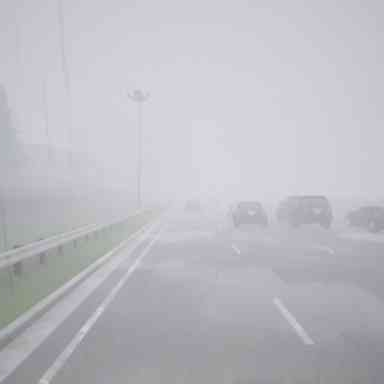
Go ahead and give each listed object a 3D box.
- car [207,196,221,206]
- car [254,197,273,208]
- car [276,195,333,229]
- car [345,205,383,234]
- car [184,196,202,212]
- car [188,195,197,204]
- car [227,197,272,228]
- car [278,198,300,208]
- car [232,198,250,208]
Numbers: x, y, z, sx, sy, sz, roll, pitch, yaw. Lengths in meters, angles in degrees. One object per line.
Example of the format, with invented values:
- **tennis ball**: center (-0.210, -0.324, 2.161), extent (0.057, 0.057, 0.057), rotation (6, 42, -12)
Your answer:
- **car**: center (3.599, 1.497, 54.431), extent (1.837, 1.490, 4.892), rotation (0, 0, 0)
- **car**: center (10.597, 1.519, 49.649), extent (1.812, 1.442, 4.674), rotation (0, 0, 0)
- **car**: center (7.102, 1.218, 21.529), extent (2.150, 2.045, 5.566), rotation (0, 0, 0)
- **car**: center (10.598, 1.502, 19.202), extent (1.837, 1.490, 4.892), rotation (0, 0, 0)
- **car**: center (0.101, 1.484, 39.289), extent (2.128, 1.511, 4.902), rotation (0, 0, 0)
- **car**: center (0.099, 1.468, 66.111), extent (1.882, 1.535, 5.008), rotation (0, 0, 0)
- **car**: center (3.599, 1.349, 22.297), extent (2.097, 1.767, 4.553), rotation (0, 0, 0)
- **car**: center (14.101, 1.557, 48.622), extent (1.994, 1.385, 4.181), rotation (0, 0, 0)
- **car**: center (7.100, 1.557, 48.534), extent (1.994, 1.385, 4.181), rotation (0, 0, 0)
